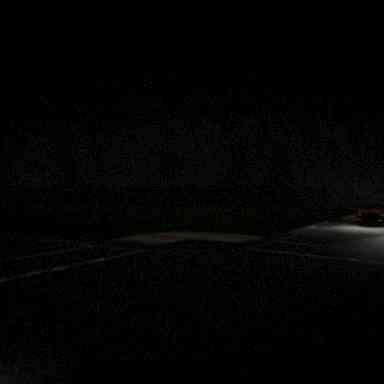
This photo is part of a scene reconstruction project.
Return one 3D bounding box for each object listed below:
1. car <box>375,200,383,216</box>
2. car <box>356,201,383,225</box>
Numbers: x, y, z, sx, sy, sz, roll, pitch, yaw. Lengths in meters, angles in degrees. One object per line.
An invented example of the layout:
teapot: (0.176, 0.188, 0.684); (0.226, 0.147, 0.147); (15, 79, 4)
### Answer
car: (19.610, 1.548, 32.842); (2.033, 1.411, 5.357); (0, 0, 36)
car: (13.338, 1.478, 24.251); (1.882, 1.535, 5.008); (0, 0, 36)
